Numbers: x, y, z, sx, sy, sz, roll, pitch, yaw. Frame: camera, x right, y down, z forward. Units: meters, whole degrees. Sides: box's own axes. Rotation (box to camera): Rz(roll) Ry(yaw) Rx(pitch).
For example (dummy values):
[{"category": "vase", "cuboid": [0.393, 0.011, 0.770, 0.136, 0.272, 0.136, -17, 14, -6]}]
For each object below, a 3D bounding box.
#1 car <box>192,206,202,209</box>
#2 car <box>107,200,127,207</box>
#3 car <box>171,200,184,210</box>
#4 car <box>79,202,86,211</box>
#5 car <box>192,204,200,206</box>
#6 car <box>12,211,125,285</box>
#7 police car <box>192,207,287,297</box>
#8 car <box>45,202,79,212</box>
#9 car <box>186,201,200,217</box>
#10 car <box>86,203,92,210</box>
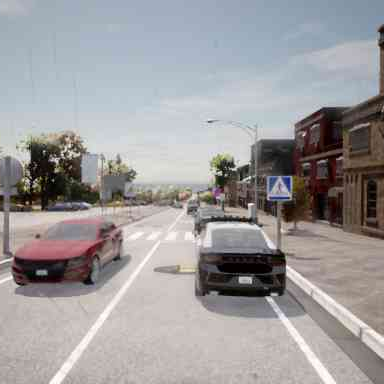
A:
[{"category": "car", "cuboid": [1.051, 1.715, 18.771, 1.837, 1.490, 4.892, 0, -1, 0]}, {"category": "car", "cuboid": [-21.385, 3.378, 92.619, 5.008, 1.535, 2.097, 0, -1, 0]}, {"category": "car", "cuboid": [-2.856, 2.898, 70.010, 1.837, 1.490, 4.892, 0, -1, 0]}, {"category": "car", "cuboid": [-21.633, 2.559, 57.722, 4.892, 1.521, 2.231, 0, -1, 0]}, {"category": "car", "cuboid": [1.084, 1.853, 24.775, 1.837, 1.490, 4.892, 0, -1, 0]}, {"category": "car", "cuboid": [-3.306, 1.534, 9.827, 1.882, 1.535, 5.008, 0, -1, 0]}, {"category": "police car", "cuboid": [1.026, 1.452, 8.861, 1.930, 1.638, 5.238, 1, 0, 0]}, {"category": "car", "cuboid": [-21.659, 2.521, 54.446, 4.674, 1.452, 2.002, 0, -1, 0]}, {"category": "car", "cuboid": [0.256, 2.359, 46.538, 1.837, 1.490, 4.892, 0, -1, 1]}, {"category": "car", "cuboid": [-21.621, 2.634, 60.995, 5.008, 1.535, 2.097, 0, -1, 0]}]
